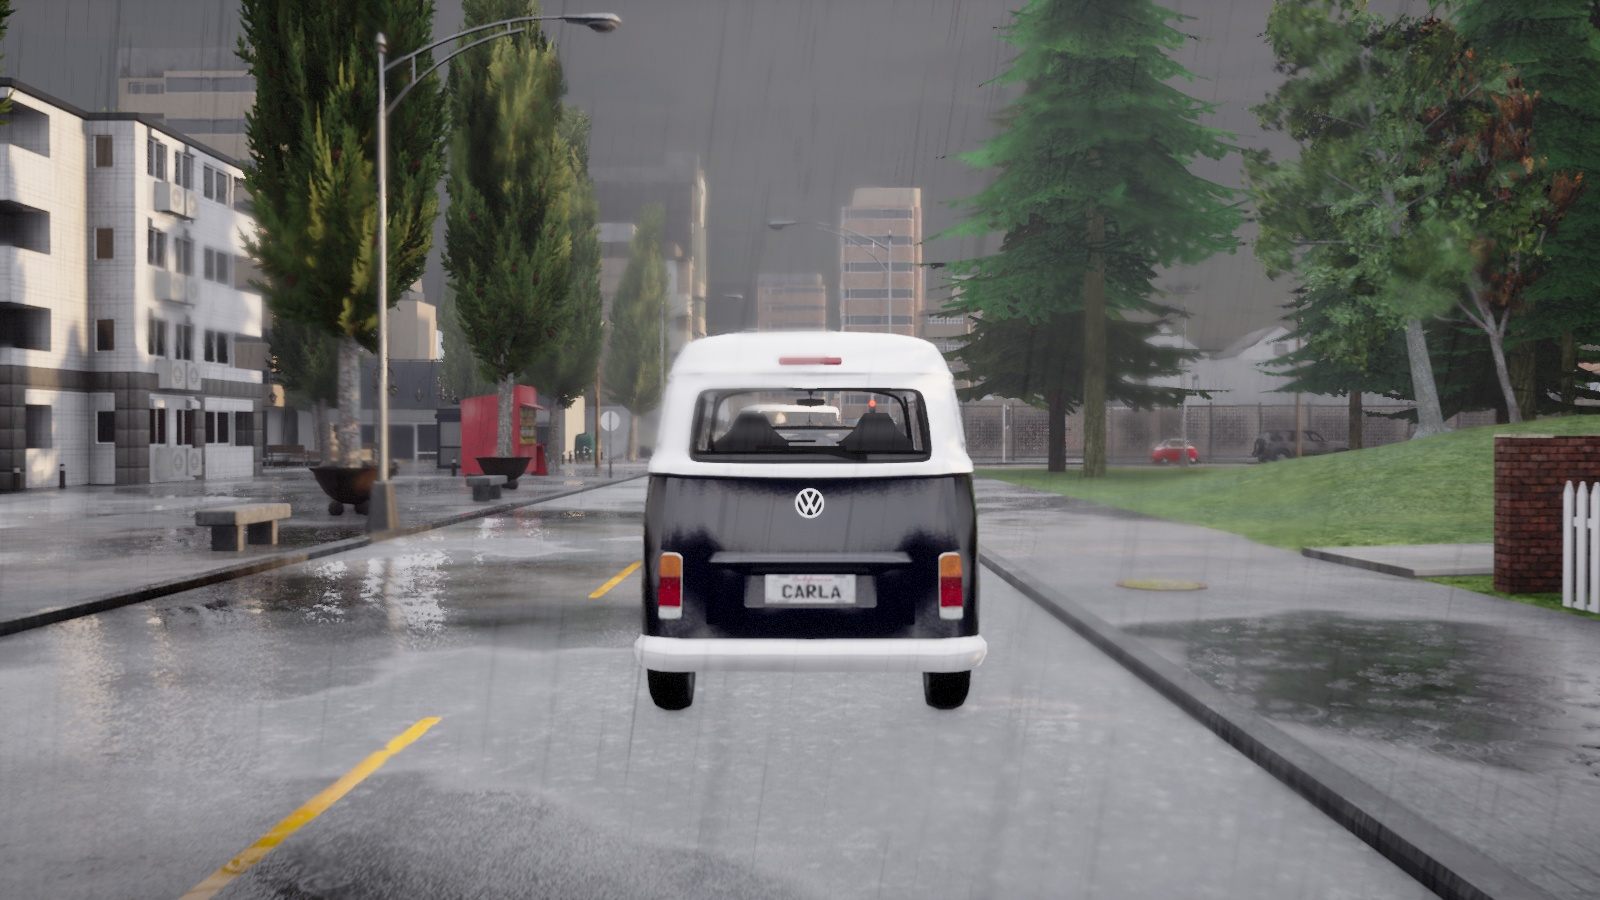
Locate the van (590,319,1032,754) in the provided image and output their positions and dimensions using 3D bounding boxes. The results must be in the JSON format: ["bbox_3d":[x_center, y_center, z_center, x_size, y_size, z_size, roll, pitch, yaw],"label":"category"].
[{"bbox_3d":[0.068,0.381,8.125,2.069,2.038,4.480,0,1,1],"label":"van"}]

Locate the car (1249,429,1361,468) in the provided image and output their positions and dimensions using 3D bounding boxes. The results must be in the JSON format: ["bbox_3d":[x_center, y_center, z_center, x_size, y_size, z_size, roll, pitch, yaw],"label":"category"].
[{"bbox_3d":[24.216,-0.073,60.294,4.605,1.855,1.932,0,1,0],"label":"car"}]

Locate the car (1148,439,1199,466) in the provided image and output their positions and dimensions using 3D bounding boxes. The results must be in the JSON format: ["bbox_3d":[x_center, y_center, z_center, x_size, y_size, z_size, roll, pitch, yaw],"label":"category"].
[{"bbox_3d":[19.120,0.117,64.327,2.207,1.376,1.481,0,1,0],"label":"car"}]
